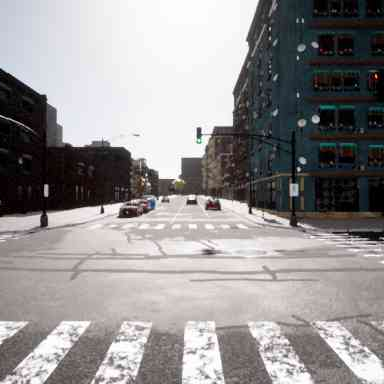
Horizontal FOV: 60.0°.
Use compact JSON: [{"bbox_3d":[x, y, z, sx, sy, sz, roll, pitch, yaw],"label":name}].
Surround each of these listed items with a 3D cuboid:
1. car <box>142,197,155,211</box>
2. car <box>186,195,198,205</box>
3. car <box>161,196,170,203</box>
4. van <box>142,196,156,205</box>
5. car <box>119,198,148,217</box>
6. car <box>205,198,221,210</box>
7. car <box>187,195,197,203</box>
[{"bbox_3d":[-5.682,1.554,37.396,1.887,1.381,4.507,1,0,0],"label":"car"},{"bbox_3d":[-0.009,1.579,59.801,1.994,1.385,4.181,0,0,0],"label":"car"},{"bbox_3d":[-5.687,1.601,71.516,1.802,1.307,4.206,1,0,0],"label":"car"},{"bbox_3d":[-5.679,1.352,43.083,1.690,1.788,3.998,1,0,0],"label":"van"},{"bbox_3d":[-5.758,1.552,31.714,1.887,1.381,4.507,1,0,0],"label":"car"},{"bbox_3d":[2.699,1.450,43.145,1.967,1.590,4.097,1,0,0],"label":"car"},{"bbox_3d":[-0.010,1.376,69.811,2.128,1.511,4.902,0,0,0],"label":"car"}]
